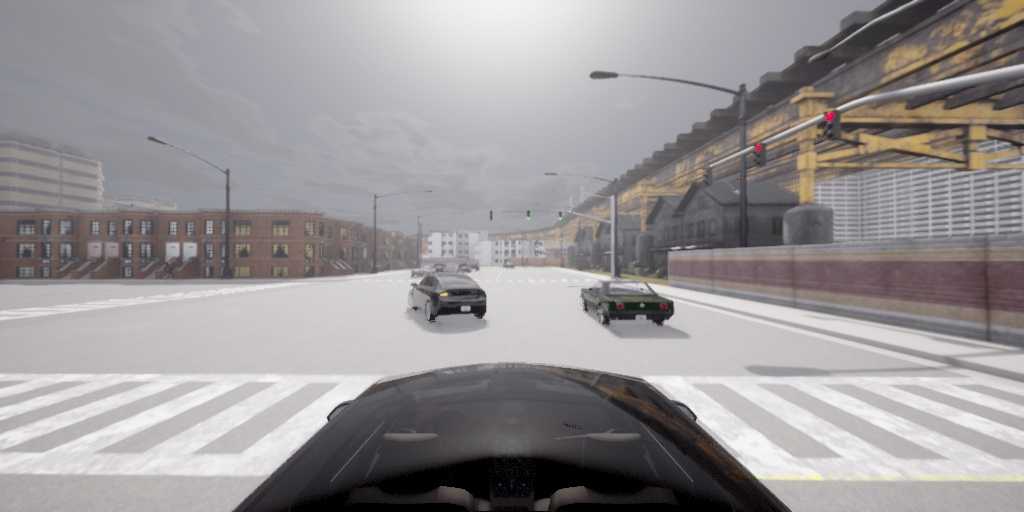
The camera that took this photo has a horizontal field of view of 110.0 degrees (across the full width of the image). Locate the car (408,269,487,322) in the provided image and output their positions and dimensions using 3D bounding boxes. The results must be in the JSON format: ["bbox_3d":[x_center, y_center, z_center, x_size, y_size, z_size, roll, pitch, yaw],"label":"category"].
[{"bbox_3d":[-2.464,1.374,13.063,1.837,1.490,4.892,2,-1,-26],"label":"car"}]

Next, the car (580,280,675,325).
[{"bbox_3d":[3.615,1.458,12.238,1.895,1.301,4.718,0,-1,0],"label":"car"}]

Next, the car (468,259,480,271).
[{"bbox_3d":[-6.914,1.611,63.123,2.150,2.045,5.566,0,-1,0],"label":"car"}]

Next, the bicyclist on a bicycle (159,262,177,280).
[{"bbox_3d":[-31.130,1.383,32.472,0.582,1.620,1.656,0,0,0],"label":"bicyclist on a bicycle"}]

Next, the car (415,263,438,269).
[{"bbox_3d":[-10.530,1.780,42.711,1.895,1.301,4.718,0,-1,1],"label":"car"}]

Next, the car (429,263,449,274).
[{"bbox_3d":[-10.472,1.781,52.029,1.837,1.490,4.892,0,-1,1],"label":"car"}]

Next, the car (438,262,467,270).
[{"bbox_3d":[-7.027,1.729,43.028,2.033,1.411,5.357,0,-1,0],"label":"car"}]

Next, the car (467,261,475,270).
[{"bbox_3d":[-6.972,1.806,52.614,1.812,1.442,4.674,0,-1,0],"label":"car"}]
